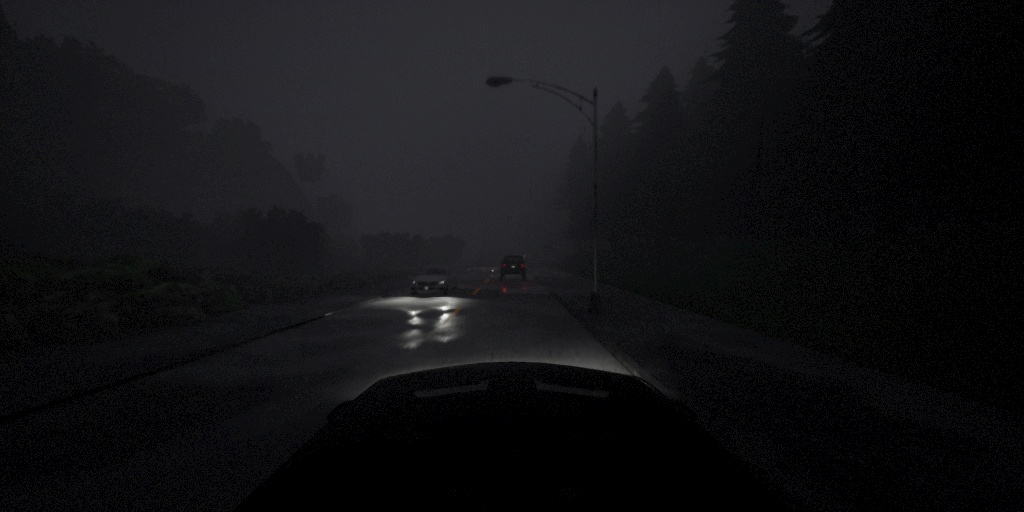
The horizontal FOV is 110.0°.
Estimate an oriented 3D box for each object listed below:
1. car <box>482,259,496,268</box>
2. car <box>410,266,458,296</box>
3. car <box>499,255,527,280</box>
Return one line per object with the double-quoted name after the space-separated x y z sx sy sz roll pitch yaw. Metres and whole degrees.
-4.021 1.240 62.437 1.812 1.442 4.674 0 0 0 "car"
-4.098 1.265 19.517 1.812 1.442 4.674 0 0 0 "car"
0.096 0.956 31.146 2.150 2.045 5.566 0 0 0 "car"
